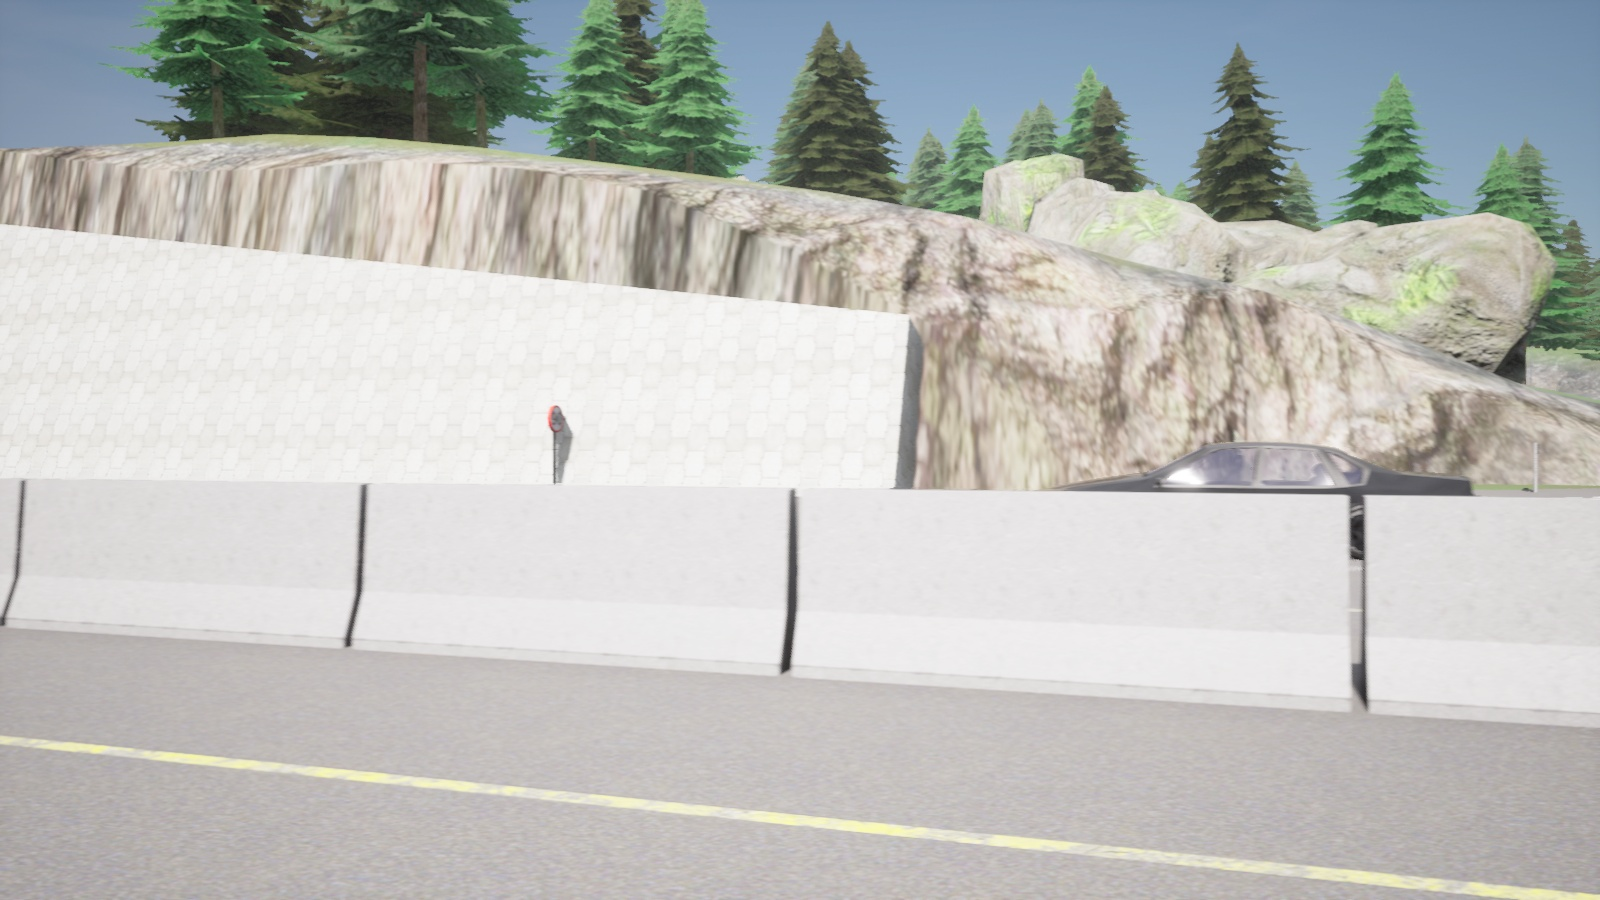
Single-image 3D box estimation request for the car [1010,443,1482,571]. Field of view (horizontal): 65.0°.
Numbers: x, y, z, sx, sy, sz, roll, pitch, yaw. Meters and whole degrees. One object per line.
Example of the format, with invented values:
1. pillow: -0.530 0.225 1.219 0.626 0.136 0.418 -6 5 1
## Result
1. car: 5.538 0.637 16.100 5.357 1.411 2.033 1 1 19
